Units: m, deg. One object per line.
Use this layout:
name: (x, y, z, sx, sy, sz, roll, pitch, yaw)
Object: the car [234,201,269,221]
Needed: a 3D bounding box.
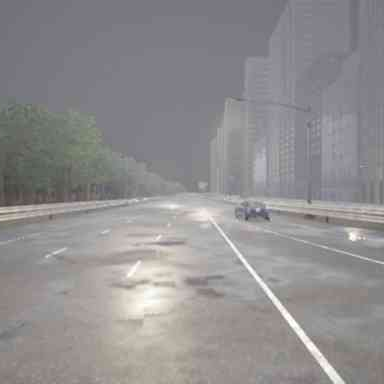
car: (5.229, 1.556, 29.738, 2.097, 1.767, 4.553, 0, 0, -7)
